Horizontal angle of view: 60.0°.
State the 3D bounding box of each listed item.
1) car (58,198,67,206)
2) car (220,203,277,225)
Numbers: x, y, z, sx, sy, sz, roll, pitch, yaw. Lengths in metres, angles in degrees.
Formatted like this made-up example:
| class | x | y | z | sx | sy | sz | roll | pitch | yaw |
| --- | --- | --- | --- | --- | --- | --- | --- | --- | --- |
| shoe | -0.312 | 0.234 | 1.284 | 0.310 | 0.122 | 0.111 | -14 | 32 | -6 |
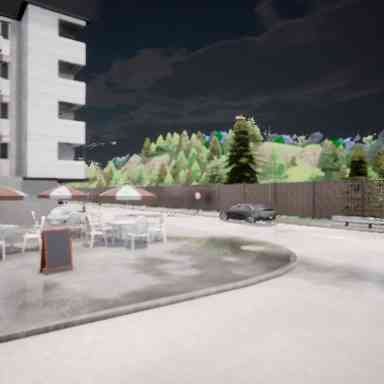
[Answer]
| class | x | y | z | sx | sy | sz | roll | pitch | yaw |
| --- | --- | --- | --- | --- | --- | --- | --- | --- | --- |
| car | -21.759 | 1.667 | 54.087 | 1.895 | 1.301 | 4.718 | 0 | 0 | -35 |
| car | 4.071 | 1.580 | 24.891 | 2.128 | 1.511 | 4.902 | 0 | 0 | -35 |
